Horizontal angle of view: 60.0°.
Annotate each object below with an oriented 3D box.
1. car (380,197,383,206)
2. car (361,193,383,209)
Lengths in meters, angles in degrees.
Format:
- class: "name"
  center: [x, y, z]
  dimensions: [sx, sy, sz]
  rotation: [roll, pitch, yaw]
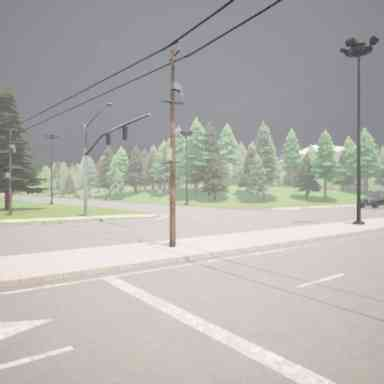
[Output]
- class: "car"
  center: [26.879, 1.596, 43.245]
  dimensions: [4.718, 1.301, 1.895]
  rotation: [0, 0, -36]
- class: "car"
  center: [25.775, 1.216, 46.757]
  dimensions: [5.566, 2.045, 2.150]
  rotation: [0, 0, -36]
